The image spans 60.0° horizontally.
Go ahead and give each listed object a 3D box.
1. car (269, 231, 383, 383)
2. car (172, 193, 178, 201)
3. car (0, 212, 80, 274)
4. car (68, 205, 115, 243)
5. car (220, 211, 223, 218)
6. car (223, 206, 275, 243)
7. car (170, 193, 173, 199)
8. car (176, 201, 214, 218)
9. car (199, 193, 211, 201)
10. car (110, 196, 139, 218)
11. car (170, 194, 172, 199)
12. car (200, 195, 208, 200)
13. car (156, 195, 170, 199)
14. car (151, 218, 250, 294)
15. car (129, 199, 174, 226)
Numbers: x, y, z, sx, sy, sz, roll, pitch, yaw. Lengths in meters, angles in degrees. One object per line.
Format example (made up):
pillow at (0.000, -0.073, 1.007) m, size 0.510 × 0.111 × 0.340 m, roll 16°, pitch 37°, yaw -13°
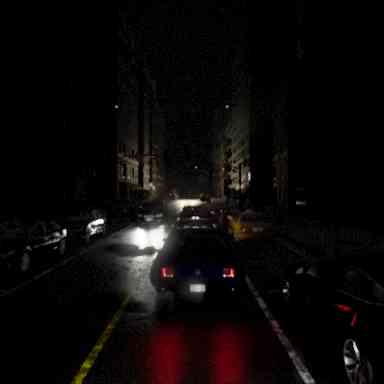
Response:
car at (2.658, 1.562, 4.923) m, size 1.947 × 1.339 × 4.313 m, roll 0°, pitch 0°, yaw 0°
car at (-5.030, 1.457, 80.352) m, size 1.947 × 1.339 × 4.313 m, roll 0°, pitch 0°, yaw 0°
car at (-5.343, 1.541, 10.381) m, size 2.008 × 1.369 × 4.403 m, roll 0°, pitch 0°, yaw 0°
car at (-5.319, 1.535, 15.794) m, size 2.008 × 1.369 × 4.403 m, roll 0°, pitch 0°, yaw 0°
car at (2.731, 1.559, 21.161) m, size 1.802 × 1.307 × 4.206 m, roll 0°, pitch 0°, yaw 0°
car at (2.707, 1.509, 15.919) m, size 1.752 × 1.417 × 4.829 m, roll 0°, pitch 0°, yaw 0°
car at (-5.104, 1.445, 63.820) m, size 1.752 × 1.417 × 4.829 m, roll 0°, pitch 0°, yaw 0°
car at (0.184, 1.487, 18.500) m, size 1.837 × 1.490 × 4.892 m, roll 0°, pitch 0°, yaw 0°
car at (2.946, 1.350, 69.400) m, size 1.967 × 1.590 × 4.097 m, roll 0°, pitch 0°, yaw 0°
car at (-5.270, 1.285, 26.618) m, size 2.192 × 1.841 × 5.009 m, roll 0°, pitch 0°, yaw 0°
car at (-5.128, 1.472, 58.536) m, size 1.887 × 1.381 × 4.507 m, roll 0°, pitch 0°, yaw 0°
car at (3.019, 1.426, 85.764) m, size 1.887 × 1.381 × 4.507 m, roll 0°, pitch 0°, yaw 0°
car at (-5.152, 1.486, 53.082) m, size 2.008 × 1.369 × 4.403 m, roll 0°, pitch 0°, yaw 0°
car at (0.139, 1.593, 8.725) m, size 1.895 × 1.301 × 4.718 m, roll 0°, pitch 0°, yaw 1°
car at (-2.682, 1.466, 23.247) m, size 2.128 × 1.511 × 4.902 m, roll 0°, pitch 0°, yaw 1°
